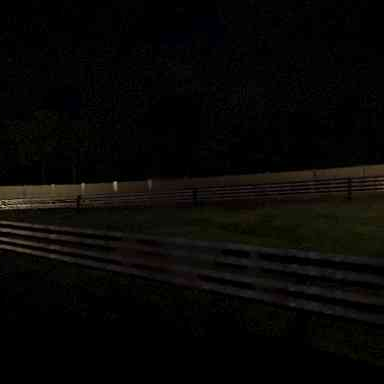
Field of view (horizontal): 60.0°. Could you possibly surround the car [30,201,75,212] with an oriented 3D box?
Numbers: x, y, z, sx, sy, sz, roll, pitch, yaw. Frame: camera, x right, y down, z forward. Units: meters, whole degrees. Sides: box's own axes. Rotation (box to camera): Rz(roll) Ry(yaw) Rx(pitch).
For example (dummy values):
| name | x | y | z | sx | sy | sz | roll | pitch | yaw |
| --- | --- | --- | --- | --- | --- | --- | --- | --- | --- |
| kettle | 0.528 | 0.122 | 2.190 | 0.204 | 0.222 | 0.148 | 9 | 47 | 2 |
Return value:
| name | x | y | z | sx | sy | sz | roll | pitch | yaw |
| --- | --- | --- | --- | --- | --- | --- | --- | --- | --- |
| car | -14.826 | 1.415 | 35.418 | 4.718 | 1.301 | 1.895 | -2 | -1 | 17 |
